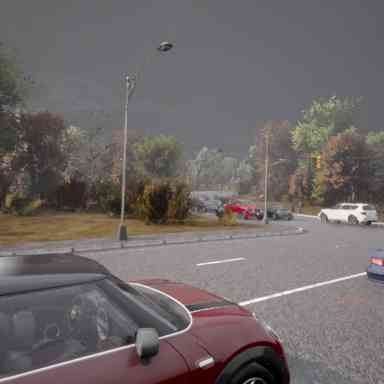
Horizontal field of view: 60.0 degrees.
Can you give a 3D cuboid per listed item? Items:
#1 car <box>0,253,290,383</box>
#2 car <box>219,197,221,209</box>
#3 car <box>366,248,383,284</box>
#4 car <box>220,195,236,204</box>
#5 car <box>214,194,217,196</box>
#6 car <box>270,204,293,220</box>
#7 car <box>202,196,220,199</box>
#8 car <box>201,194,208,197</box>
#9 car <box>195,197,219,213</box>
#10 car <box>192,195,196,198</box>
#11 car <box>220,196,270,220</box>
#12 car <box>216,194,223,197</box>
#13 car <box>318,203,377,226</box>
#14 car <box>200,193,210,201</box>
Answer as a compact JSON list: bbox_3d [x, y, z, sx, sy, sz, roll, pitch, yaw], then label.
[{"bbox_3d":[-1.234,1.354,2.866,4.553,1.767,2.097,0,0,-36],"label":"car"},{"bbox_3d":[5.923,1.992,44.395,2.097,1.767,4.553,3,0,-19],"label":"car"},{"bbox_3d":[6.518,1.662,8.424,5.357,1.411,2.033,2,-1,-36],"label":"car"},{"bbox_3d":[7.451,1.564,68.731,2.128,1.511,4.902,2,2,-8],"label":"car"},{"bbox_3d":[6.308,1.130,79.553,2.128,1.511,4.902,2,2,-1],"label":"car"},{"bbox_3d":[9.017,2.095,36.422,2.097,1.767,4.553,3,-1,-23],"label":"car"},{"bbox_3d":[3.084,1.938,53.753,1.994,1.385,4.181,2,1,-15],"label":"car"},{"bbox_3d":[0.989,1.315,63.614,2.097,1.767,4.553,2,2,-10],"label":"car"},{"bbox_3d":[2.026,1.960,44.901,1.837,1.490,4.892,3,0,-18],"label":"car"},{"bbox_3d":[-0.853,1.371,54.951,2.150,2.045,5.566,2,2,-13],"label":"car"},{"bbox_3d":[5.516,1.808,35.639,2.150,2.045,5.566,3,-1,-22],"label":"car"},{"bbox_3d":[6.396,1.713,55.565,2.150,2.045,5.566,2,2,-14],"label":"car"},{"bbox_3d":[14.966,2.123,32.221,2.150,2.045,5.566,3,-2,-27],"label":"car"},{"bbox_3d":[2.913,1.103,77.161,2.033,1.411,5.357,2,2,-1],"label":"car"}]
